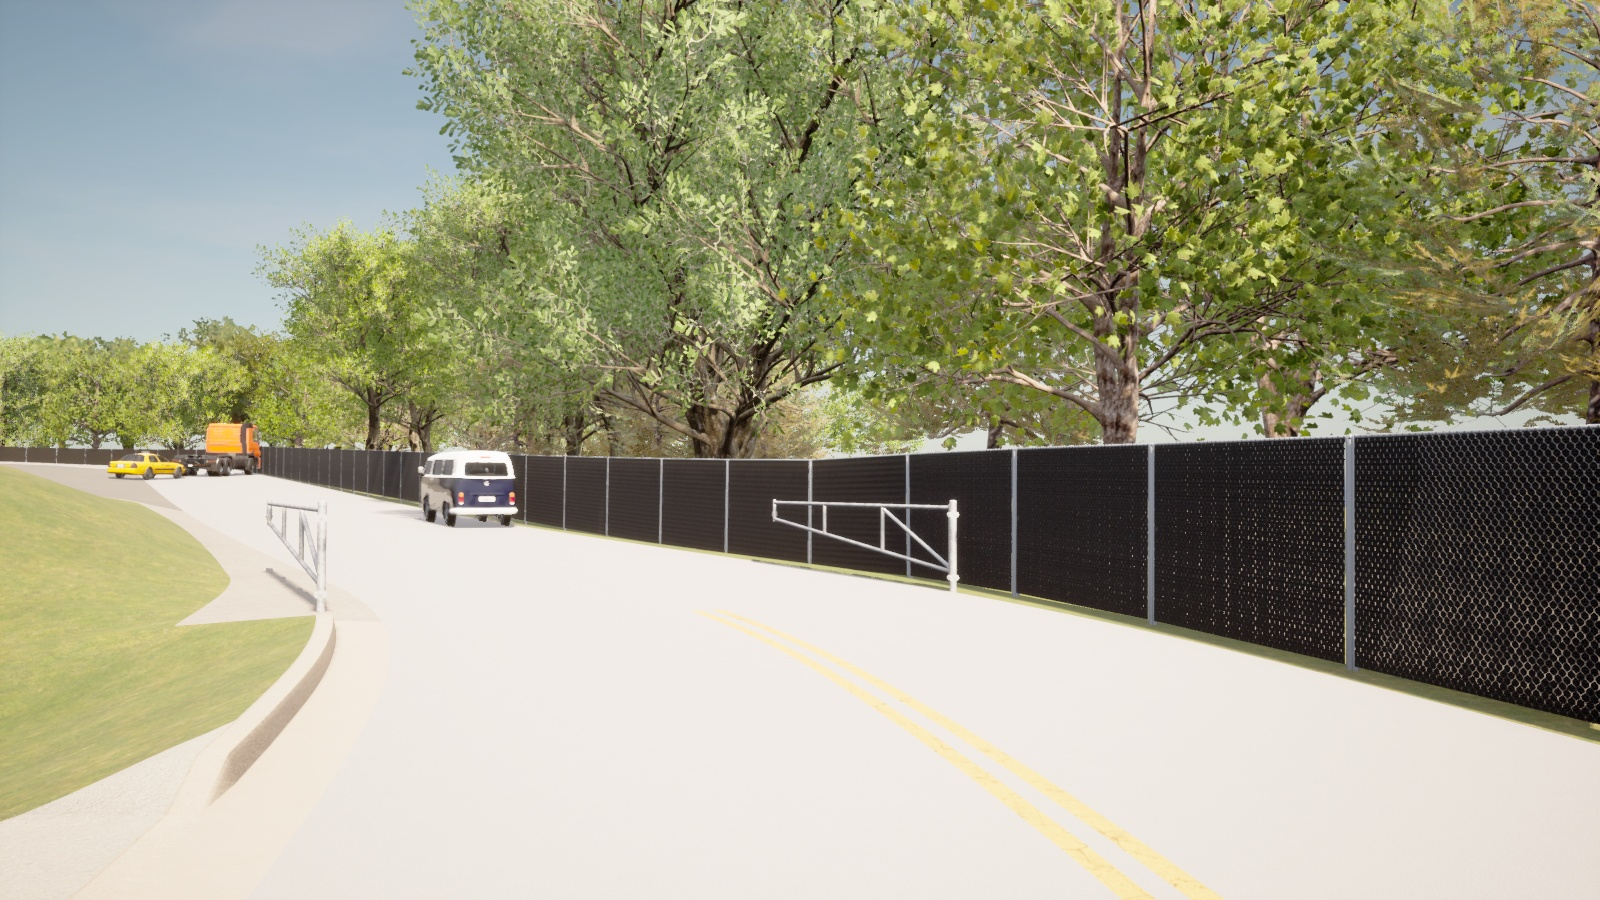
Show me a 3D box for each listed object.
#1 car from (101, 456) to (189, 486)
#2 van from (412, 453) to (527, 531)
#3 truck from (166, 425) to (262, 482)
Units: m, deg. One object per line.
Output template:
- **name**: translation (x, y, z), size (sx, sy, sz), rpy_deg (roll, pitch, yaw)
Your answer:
- **car**: translation (-36.678, 1.130, 70.475), size (1.801, 1.575, 5.366), rpy_deg (1, 0, 4)
- **van**: translation (-9.310, 1.118, 35.091), size (2.069, 2.038, 4.480), rpy_deg (1, -1, -29)
- **truck**: translation (-37.577, 0.211, 80.866), size (2.891, 3.462, 7.936), rpy_deg (1, 0, -3)
